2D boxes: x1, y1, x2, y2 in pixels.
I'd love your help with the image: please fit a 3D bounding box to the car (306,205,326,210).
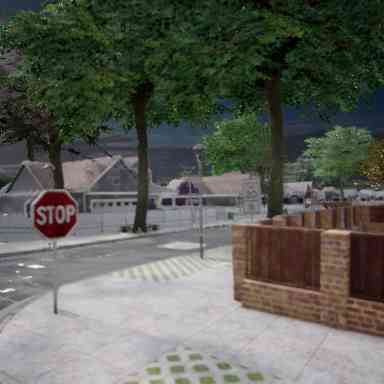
[{"bbox_3d":[16.754,2.507,44.940,2.128,1.511,4.902,-2,-2,35],"label":"car"}]
